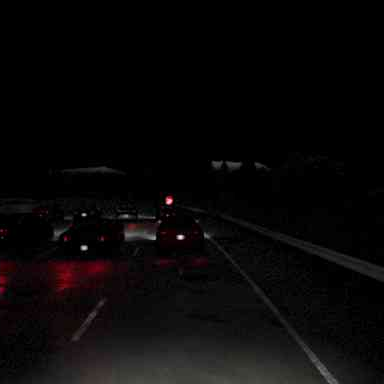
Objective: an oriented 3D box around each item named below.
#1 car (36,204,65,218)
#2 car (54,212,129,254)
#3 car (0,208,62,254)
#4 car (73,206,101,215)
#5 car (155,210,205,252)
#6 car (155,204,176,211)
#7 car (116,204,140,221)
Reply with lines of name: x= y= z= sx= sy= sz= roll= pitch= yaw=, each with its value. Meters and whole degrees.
car: x=-12.908 y=1.814 z=30.091 sx=1.882 sy=1.535 sz=5.008 roll=0 pitch=0 yaw=-9
car: x=-4.056 y=1.761 z=14.258 sx=1.895 sy=1.301 sz=4.718 roll=0 pitch=-1 yaw=-4
car: x=-7.570 y=1.655 z=14.282 sx=2.128 sy=1.511 sz=4.902 roll=0 pitch=0 yaw=-4
car: x=-9.311 y=1.896 z=29.745 sx=1.994 sy=1.385 sz=4.181 roll=0 pitch=-1 yaw=-9
car: x=-0.586 y=1.728 z=14.757 sx=1.994 sy=1.385 sz=4.181 roll=0 pitch=-1 yaw=-4
car: x=-2.456 y=1.869 z=31.209 sx=1.812 sy=1.442 sz=4.674 roll=0 pitch=0 yaw=-9
car: x=-5.861 y=1.829 z=30.329 sx=2.128 sy=1.511 sz=4.902 roll=0 pitch=0 yaw=-9
